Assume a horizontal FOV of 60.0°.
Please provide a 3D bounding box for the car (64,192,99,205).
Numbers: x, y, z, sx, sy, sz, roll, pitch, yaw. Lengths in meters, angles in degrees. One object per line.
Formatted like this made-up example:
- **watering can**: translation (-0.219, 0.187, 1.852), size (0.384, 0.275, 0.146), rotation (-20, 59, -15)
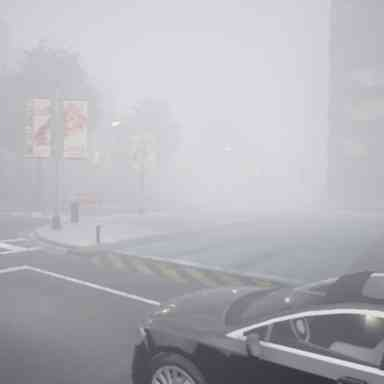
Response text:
- **car**: translation (-14.094, 0.786, 42.575), size (2.097, 1.767, 4.553), rotation (1, 1, 36)

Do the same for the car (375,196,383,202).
- **car**: translation (27.192, 1.342, 47.376), size (2.161, 1.482, 4.786), rotation (1, 1, 35)

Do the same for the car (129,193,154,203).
- **car**: translation (-7.788, 0.963, 51.432), size (1.812, 1.442, 4.674), rotation (1, 1, 35)

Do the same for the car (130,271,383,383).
- **car**: translation (1.584, 1.488, 2.838), size (4.902, 1.511, 2.128), rotation (1, 1, 36)
